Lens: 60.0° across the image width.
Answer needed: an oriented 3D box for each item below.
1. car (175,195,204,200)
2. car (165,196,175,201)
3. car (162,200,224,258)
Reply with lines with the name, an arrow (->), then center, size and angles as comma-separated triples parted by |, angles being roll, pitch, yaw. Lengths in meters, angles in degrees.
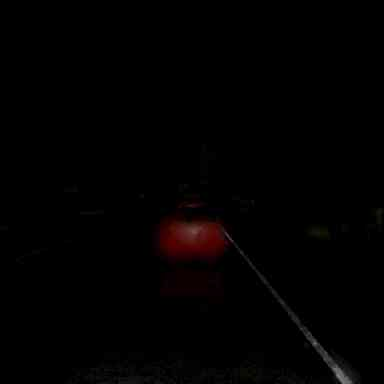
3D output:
car -> 0.046, 1.217, 26.852 | 2.150, 2.045, 5.566 | 0, 0, 1
car -> -3.520, 1.454, 57.348 | 2.033, 1.411, 5.357 | 0, 0, 1
car -> 0.051, 1.348, 12.890 | 2.097, 1.767, 4.553 | 0, 0, 1
